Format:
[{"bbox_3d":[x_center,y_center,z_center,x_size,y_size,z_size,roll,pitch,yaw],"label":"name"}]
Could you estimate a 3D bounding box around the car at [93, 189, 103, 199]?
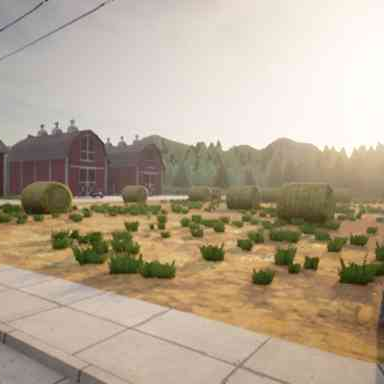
[{"bbox_3d":[-19.637,0.329,69.794,1.905,1.878,3.866,6,1,-10],"label":"car"}]
